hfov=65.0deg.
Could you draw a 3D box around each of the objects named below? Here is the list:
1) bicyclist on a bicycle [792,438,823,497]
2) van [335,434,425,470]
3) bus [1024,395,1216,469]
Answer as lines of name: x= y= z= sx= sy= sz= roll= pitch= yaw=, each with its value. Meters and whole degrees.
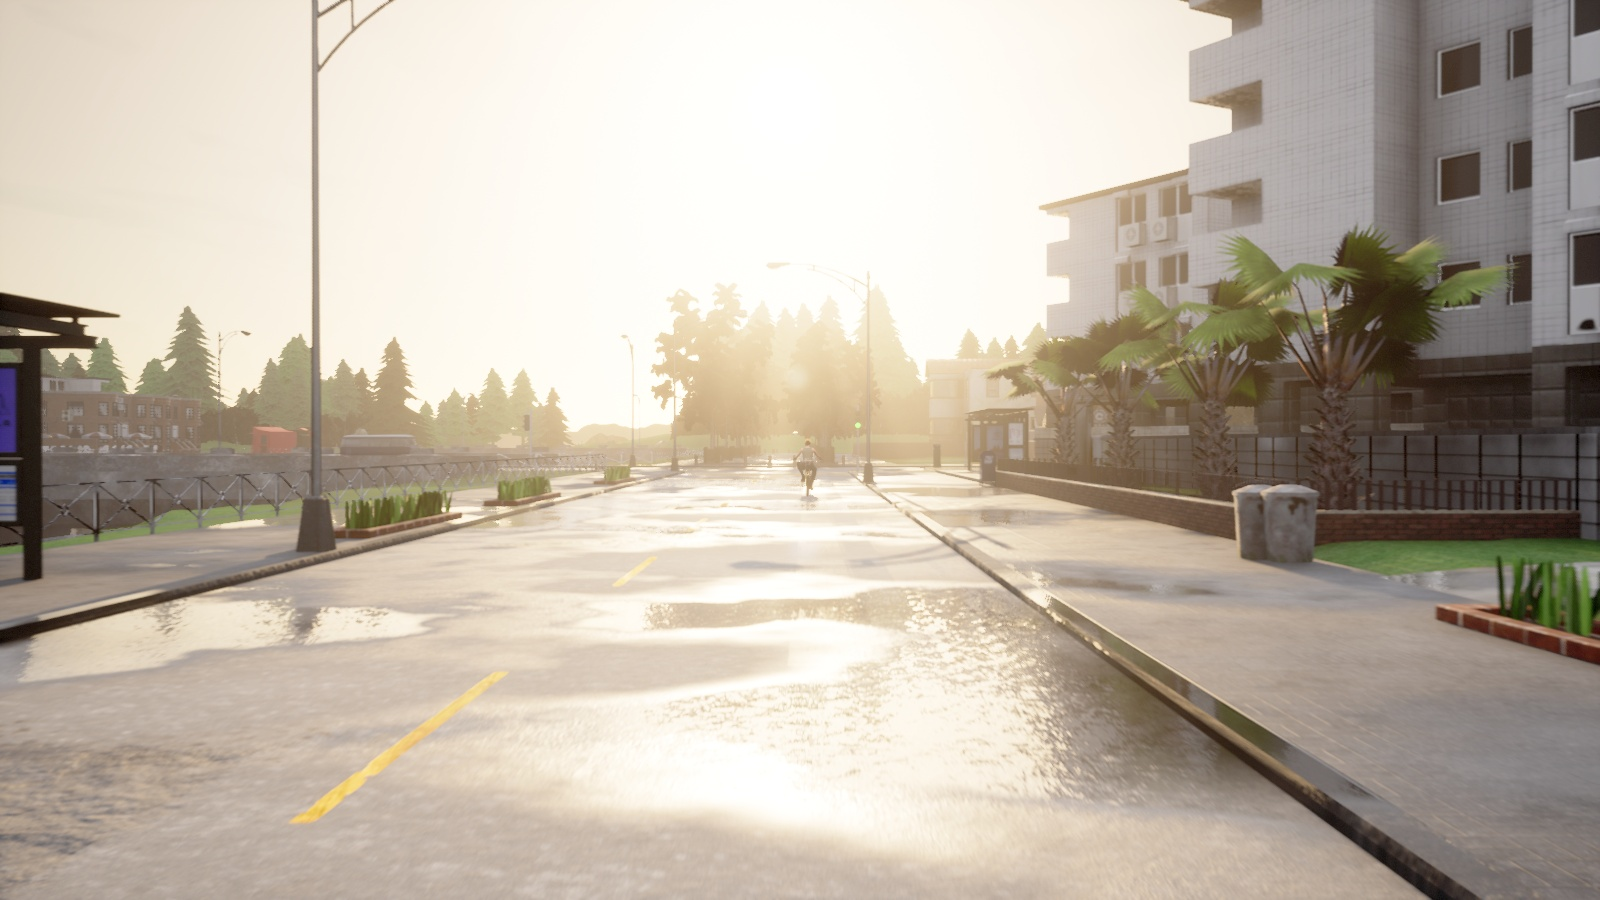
bicyclist on a bicycle: x=0.220 y=0.483 z=35.594 sx=0.866 sy=1.612 sz=1.509 roll=0 pitch=0 yaw=0
van: x=-23.490 y=0.084 z=70.335 sx=4.442 sy=1.987 sz=1.775 roll=0 pitch=0 yaw=0
bus: x=18.662 y=-1.031 z=73.878 sx=10.273 sy=4.253 sz=3.944 roll=0 pitch=0 yaw=0
